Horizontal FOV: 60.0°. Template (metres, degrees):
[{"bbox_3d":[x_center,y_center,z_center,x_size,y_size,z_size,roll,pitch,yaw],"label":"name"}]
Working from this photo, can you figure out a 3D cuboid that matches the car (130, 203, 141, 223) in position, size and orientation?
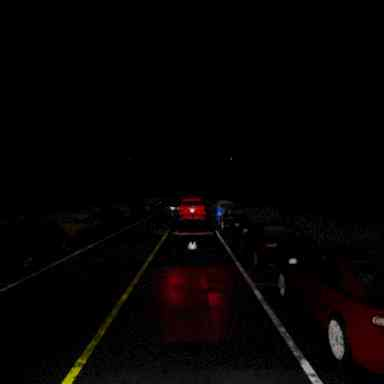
[{"bbox_3d":[-5.747,1.875,28.276,1.802,1.307,4.206,0,-1,0],"label":"car"}]

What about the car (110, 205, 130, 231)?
[{"bbox_3d":[-5.750,1.799,22.639,1.947,1.339,4.313,0,-1,0],"label":"car"}]

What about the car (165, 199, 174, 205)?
[{"bbox_3d":[-5.715,2.471,84.638,1.887,1.381,4.507,0,-1,0],"label":"car"}]

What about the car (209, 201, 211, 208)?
[{"bbox_3d":[2.781,1.903,33.923,2.008,1.369,4.403,0,-1,0],"label":"car"}]

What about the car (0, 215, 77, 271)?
[{"bbox_3d":[-5.757,1.682,11.367,1.947,1.339,4.313,0,-1,0],"label":"car"}]

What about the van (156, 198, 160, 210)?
[{"bbox_3d":[-5.738,1.817,45.187,1.690,1.788,3.998,0,-1,0],"label":"van"}]

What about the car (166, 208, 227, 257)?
[{"bbox_3d":[0.032,1.631,13.505,2.128,1.511,4.902,0,0,1],"label":"car"}]

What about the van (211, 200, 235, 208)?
[{"bbox_3d":[2.778,1.633,28.289,1.690,1.788,3.998,0,-1,0],"label":"van"}]

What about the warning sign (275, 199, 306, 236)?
[{"bbox_3d":[5.079,1.291,17.237,1.300,1.860,1.060,0,0,0],"label":"warning sign"}]

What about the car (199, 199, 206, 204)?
[{"bbox_3d":[2.813,2.521,90.452,1.752,1.417,4.829,0,-1,0],"label":"car"}]

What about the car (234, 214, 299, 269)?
[{"bbox_3d":[2.768,1.661,11.380,1.887,1.381,4.507,0,-1,0],"label":"car"}]

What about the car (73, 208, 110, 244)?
[{"bbox_3d":[-5.753,1.698,16.833,1.752,1.417,4.829,0,-1,0],"label":"car"}]

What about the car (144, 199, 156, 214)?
[{"bbox_3d":[-5.741,1.854,39.550,1.967,1.590,4.097,0,-1,0],"label":"car"}]

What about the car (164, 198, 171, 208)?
[{"bbox_3d":[-5.728,1.980,62.095,2.192,1.841,5.009,0,-1,0],"label":"car"}]

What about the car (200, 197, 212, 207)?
[{"bbox_3d":[2.800,2.044,67.741,2.192,1.841,5.009,0,-1,0],"label":"car"}]

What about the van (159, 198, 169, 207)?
[{"bbox_3d":[-5.725,2.071,67.731,1.690,1.788,3.998,0,-1,0],"label":"van"}]

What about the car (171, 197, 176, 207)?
[{"bbox_3d":[-2.977,2.205,65.347,1.837,1.490,4.892,0,-1,1],"label":"car"}]

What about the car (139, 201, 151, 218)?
[{"bbox_3d":[-5.744,1.919,33.912,1.947,1.339,4.313,0,-1,0],"label":"car"}]

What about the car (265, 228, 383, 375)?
[{"bbox_3d":[2.765,1.604,5.744,1.887,1.381,4.507,0,-1,0],"label":"car"}]

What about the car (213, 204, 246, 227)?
[{"bbox_3d":[2.775,1.783,22.651,2.008,1.369,4.403,0,-1,0],"label":"car"}]

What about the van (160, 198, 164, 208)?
[{"bbox_3d":[-5.735,1.880,50.823,1.690,1.788,3.998,0,-1,0],"label":"van"}]

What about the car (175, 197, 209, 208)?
[{"bbox_3d":[0.027,1.510,27.583,2.150,2.045,5.566,0,0,0],"label":"car"}]
